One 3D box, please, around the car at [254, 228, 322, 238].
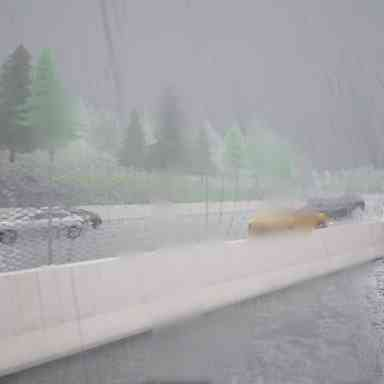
[{"bbox_3d":[4.870,1.486,16.788,5.008,1.535,1.882,0,0,-40],"label":"car"}]
